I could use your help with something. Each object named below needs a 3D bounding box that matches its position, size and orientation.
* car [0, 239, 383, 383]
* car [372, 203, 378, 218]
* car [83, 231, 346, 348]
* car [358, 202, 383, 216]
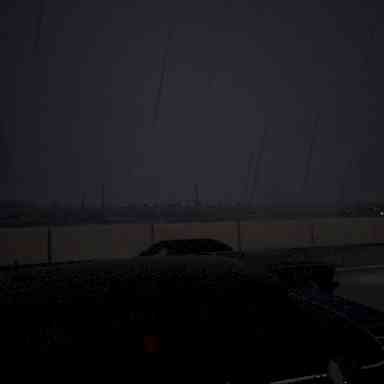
[{"bbox_3d":[0.162,1.351,2.691,4.553,1.767,2.097,0,0,-18],"label":"car"},{"bbox_3d":[17.602,1.384,27.073,5.566,2.045,2.150,1,0,-18],"label":"car"},{"bbox_3d":[0.381,1.602,6.447,4.718,1.301,1.895,0,0,-18],"label":"car"},{"bbox_3d":[20.576,1.793,35.421,5.357,1.411,2.033,1,0,-18],"label":"car"}]
